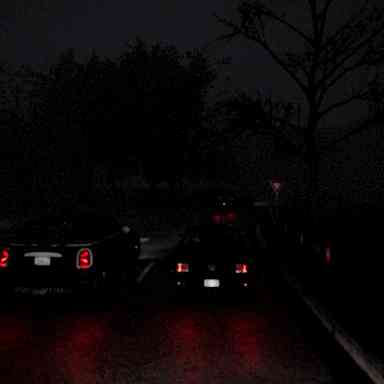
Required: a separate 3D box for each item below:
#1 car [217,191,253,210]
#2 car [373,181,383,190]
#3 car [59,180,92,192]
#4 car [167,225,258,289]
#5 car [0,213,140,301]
[{"bbox_3d":[3.855,0.649,29.144,2.128,1.511,4.902,2,3,30],"label":"car"},{"bbox_3d":[34.734,-1.233,59.294,2.185,1.767,4.553,-1,3,-15],"label":"car"},{"bbox_3d":[-20.155,-1.083,57.526,5.566,2.045,2.150,-1,3,-21],"label":"car"},{"bbox_3d":[0.544,1.539,9.013,1.895,1.301,4.718,0,1,3],"label":"car"},{"bbox_3d":[-2.719,1.293,8.424,2.097,1.767,4.553,0,1,3],"label":"car"}]
